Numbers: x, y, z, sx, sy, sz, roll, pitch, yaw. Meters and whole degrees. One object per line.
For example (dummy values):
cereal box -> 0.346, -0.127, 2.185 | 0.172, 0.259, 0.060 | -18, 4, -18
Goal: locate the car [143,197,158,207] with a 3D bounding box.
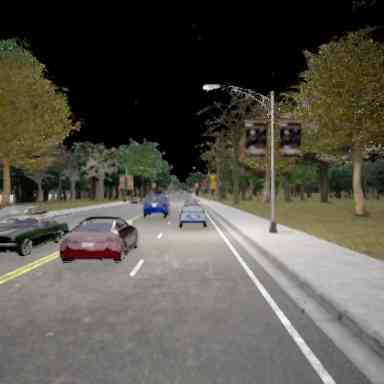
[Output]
car -> -6.833, 1.595, 55.074 | 1.837, 1.490, 4.892 | 0, 0, 0

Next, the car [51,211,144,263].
car -> -3.164, 1.575, 12.078 | 1.994, 1.385, 4.181 | 0, 0, 0

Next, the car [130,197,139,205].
car -> -10.119, 1.673, 60.973 | 1.994, 1.385, 4.181 | 0, 0, 0

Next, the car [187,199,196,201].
car -> -0.069, 1.628, 42.609 | 1.994, 1.385, 4.181 | 0, 0, 0

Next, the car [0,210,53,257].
car -> -6.615, 1.613, 13.079 | 1.895, 1.301, 4.718 | 0, 0, 0

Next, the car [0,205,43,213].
car -> -9.882, 1.514, 18.934 | 2.128, 1.511, 4.902 | 0, 0, 0

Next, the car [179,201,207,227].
car -> 0.053, 1.575, 23.106 | 2.033, 1.411, 5.357 | 0, 0, 0

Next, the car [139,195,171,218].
car -> -3.238, 1.264, 31.164 | 2.150, 2.045, 5.566 | 0, 0, 0
